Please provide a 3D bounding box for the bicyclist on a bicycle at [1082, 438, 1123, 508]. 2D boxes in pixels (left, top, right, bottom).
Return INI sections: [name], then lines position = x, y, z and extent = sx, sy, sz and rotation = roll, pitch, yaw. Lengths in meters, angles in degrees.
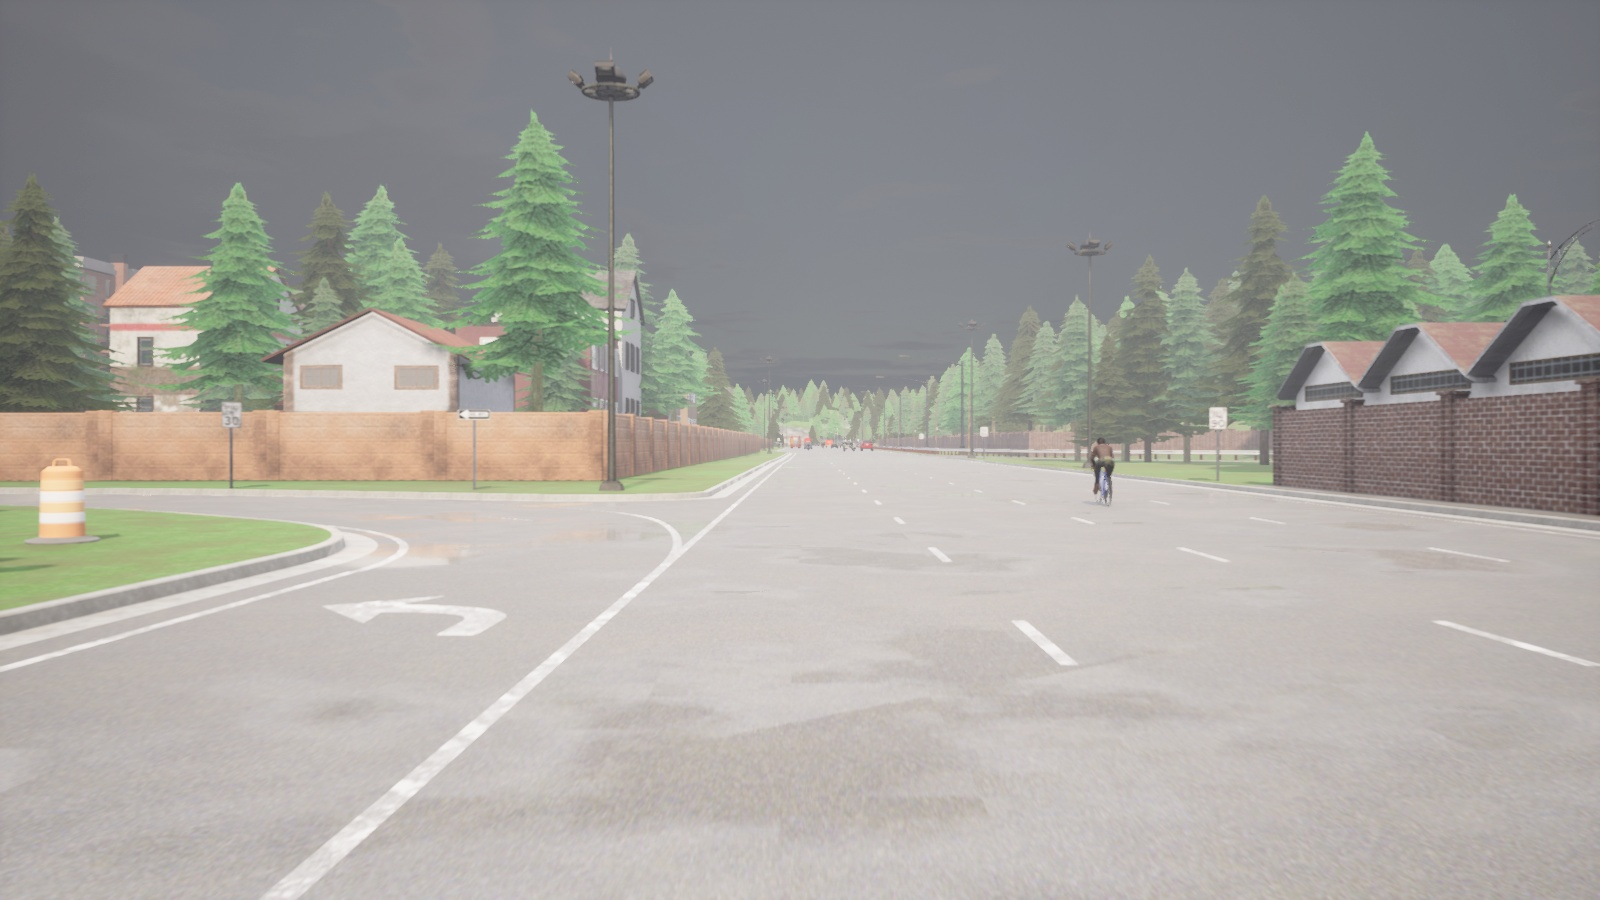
[bicyclist on a bicycle]
position = 7.185, 0.537, 29.884
extent = 0.582, 1.620, 1.656
rotation = 0, 0, 0
